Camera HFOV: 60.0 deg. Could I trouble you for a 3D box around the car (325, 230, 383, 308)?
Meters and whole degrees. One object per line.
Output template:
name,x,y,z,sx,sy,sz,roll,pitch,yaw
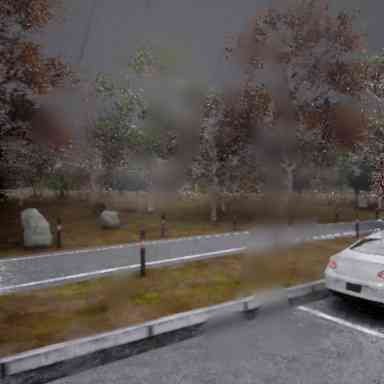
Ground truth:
car,4.794,1.502,7.022,4.674,1.452,2.002,0,-1,-31
